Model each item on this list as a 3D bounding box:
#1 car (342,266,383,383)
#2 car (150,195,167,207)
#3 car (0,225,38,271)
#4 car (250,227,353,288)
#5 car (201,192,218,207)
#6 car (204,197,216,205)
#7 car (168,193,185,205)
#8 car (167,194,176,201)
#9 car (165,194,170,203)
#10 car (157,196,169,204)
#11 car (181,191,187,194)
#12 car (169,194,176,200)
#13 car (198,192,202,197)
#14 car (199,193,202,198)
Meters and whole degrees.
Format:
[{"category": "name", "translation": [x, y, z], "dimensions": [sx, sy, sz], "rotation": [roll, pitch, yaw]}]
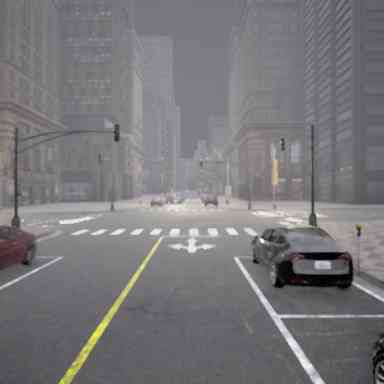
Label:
[{"category": "car", "translation": [2.766, 1.569, 1.742], "dimensions": [1.947, 1.339, 4.313], "rotation": [0, 0, 0]}, {"category": "car", "translation": [-5.515, 1.539, 52.478], "dimensions": [1.887, 1.381, 4.507], "rotation": [0, 0, 0]}, {"category": "car", "translation": [-5.762, 1.596, 9.111], "dimensions": [1.802, 1.307, 4.206], "rotation": [0, 0, 0]}, {"category": "car", "translation": [2.764, 1.580, 9.108], "dimensions": [1.947, 1.339, 4.313], "rotation": [0, 0, 0]}, {"category": "car", "translation": [3.012, 1.309, 52.428], "dimensions": [2.192, 1.841, 5.009], "rotation": [0, 0, 0]}, {"category": "car", "translation": [3.044, 1.528, 57.968], "dimensions": [1.887, 1.381, 4.507], "rotation": [0, 0, 0]}, {"category": "car", "translation": [-2.761, 1.474, 58.764], "dimensions": [2.128, 1.511, 4.902], "rotation": [0, 0, 1]}, {"category": "car", "translation": [-5.309, 1.334, 85.720], "dimensions": [1.967, 1.590, 4.097], "rotation": [1, 0, 0]}, {"category": "car", "translation": [-5.481, 1.535, 58.018], "dimensions": [2.008, 1.369, 4.403], "rotation": [0, 0, 0]}, {"category": "car", "translation": [-5.447, 1.518, 63.558], "dimensions": [1.887, 1.381, 4.507], "rotation": [0, 0, 0]}, {"category": "car", "translation": [-2.628, 1.299, 73.747], "dimensions": [2.097, 1.767, 4.553], "rotation": [0, 0, 0]}, {"category": "car", "translation": [-5.277, 1.392, 91.092], "dimensions": [1.752, 1.417, 4.829], "rotation": [1, 0, 0]}, {"category": "car", "translation": [3.216, 1.333, 85.673], "dimensions": [1.967, 1.590, 4.097], "rotation": [1, 0, 0]}, {"category": "car", "translation": [3.148, 1.465, 74.761], "dimensions": [1.752, 1.417, 4.829], "rotation": [1, 0, 0]}]
